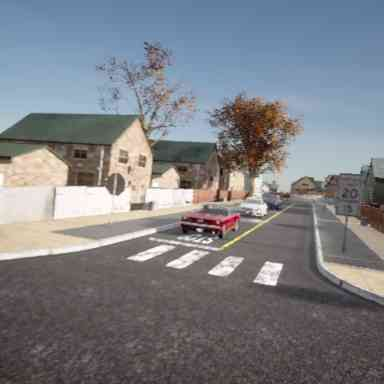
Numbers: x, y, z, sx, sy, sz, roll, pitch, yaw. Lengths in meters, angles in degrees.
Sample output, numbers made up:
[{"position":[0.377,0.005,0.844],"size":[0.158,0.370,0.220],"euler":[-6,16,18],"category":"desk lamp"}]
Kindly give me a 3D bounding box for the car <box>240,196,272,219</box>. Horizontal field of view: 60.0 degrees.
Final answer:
[{"position":[4.924,1.205,26.671],"size":[1.812,1.442,4.674],"euler":[6,2,20],"category":"car"}]

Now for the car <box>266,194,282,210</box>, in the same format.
[{"position":[9.173,1.065,38.322],"size":[2.097,1.767,4.553],"euler":[6,2,20],"category":"car"}]

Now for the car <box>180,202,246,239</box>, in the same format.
[{"position":[1.035,1.255,15.822],"size":[1.895,1.301,4.718],"euler":[6,2,18],"category":"car"}]
